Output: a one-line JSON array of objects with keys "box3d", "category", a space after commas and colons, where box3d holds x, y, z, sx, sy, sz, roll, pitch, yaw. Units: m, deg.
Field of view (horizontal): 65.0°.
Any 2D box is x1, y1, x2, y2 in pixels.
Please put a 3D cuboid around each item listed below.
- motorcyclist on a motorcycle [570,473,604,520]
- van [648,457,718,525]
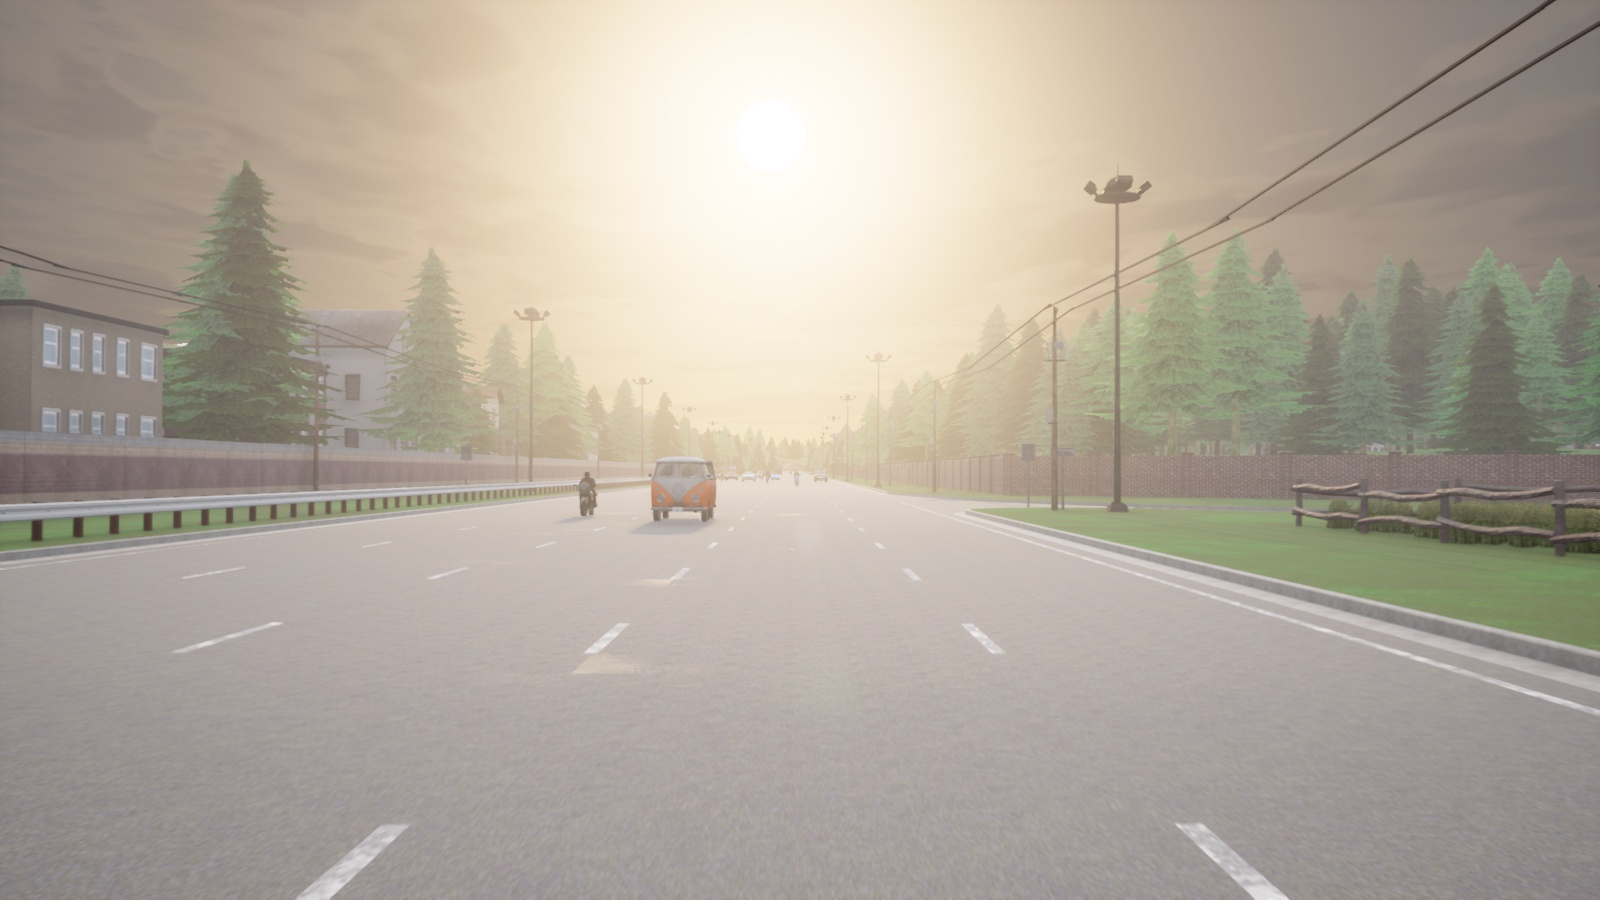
[{"box3d": [-7.101, 1.527, 41.951, 0.797, 1.523, 2.044, 0, -1, 0], "category": "motorcyclist on a motorcycle"}, {"box3d": [-3.595, 1.237, 39.130, 1.775, 1.987, 4.442, 0, -1, 0], "category": "van"}]
